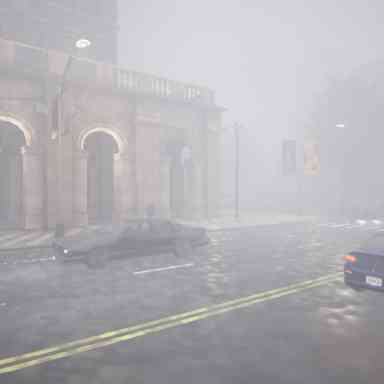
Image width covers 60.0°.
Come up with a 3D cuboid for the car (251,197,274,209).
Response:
[{"bbox_3d":[9.201,1.506,46.640,1.837,1.490,4.892,0,0,-36],"label":"car"}]

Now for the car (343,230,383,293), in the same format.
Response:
[{"bbox_3d":[5.326,1.526,7.663,4.674,1.442,1.812,0,0,-36],"label":"car"}]

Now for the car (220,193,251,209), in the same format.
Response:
[{"bbox_3d":[5.150,1.221,46.272,2.150,2.045,5.566,0,0,-36],"label":"car"}]

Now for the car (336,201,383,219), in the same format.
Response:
[{"bbox_3d":[14.218,1.564,28.732,1.994,1.385,4.181,0,0,-1],"label":"car"}]

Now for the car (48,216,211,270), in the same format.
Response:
[{"bbox_3d":[-1.875,1.547,11.282,5.357,1.411,2.033,0,0,-36],"label":"car"}]

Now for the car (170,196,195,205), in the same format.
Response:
[{"bbox_3d":[-1.804,1.548,61.973,2.033,1.411,5.357,0,0,-35],"label":"car"}]
